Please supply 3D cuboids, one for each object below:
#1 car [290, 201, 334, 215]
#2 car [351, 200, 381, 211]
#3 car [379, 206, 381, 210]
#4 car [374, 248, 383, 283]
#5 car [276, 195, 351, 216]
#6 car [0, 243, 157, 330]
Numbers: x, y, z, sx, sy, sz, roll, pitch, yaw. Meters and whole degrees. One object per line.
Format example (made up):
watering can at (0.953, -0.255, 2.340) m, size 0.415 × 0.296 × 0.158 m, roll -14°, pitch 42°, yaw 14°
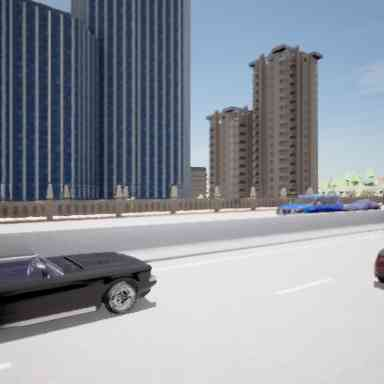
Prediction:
car at (12.391, 1.600, 34.311) m, size 4.718 × 1.301 × 1.895 m, roll 0°, pitch 0°, yaw -35°
car at (17.268, 1.526, 33.484) m, size 4.674 × 1.442 × 1.812 m, roll 0°, pitch 0°, yaw -35°
car at (11.608, 1.492, 16.319) m, size 4.902 × 1.511 × 2.128 m, roll 0°, pitch 0°, yaw -35°
car at (6.399, 1.564, 8.307) m, size 4.181 × 1.385 × 1.994 m, roll 0°, pitch 0°, yaw -35°
car at (8.170, 1.221, 22.709) m, size 5.566 × 2.045 × 2.150 m, roll 0°, pitch 0°, yaw -35°
car at (-3.029, 1.600, 5.883) m, size 4.718 × 1.301 × 1.895 m, roll 0°, pitch 0°, yaw -36°
